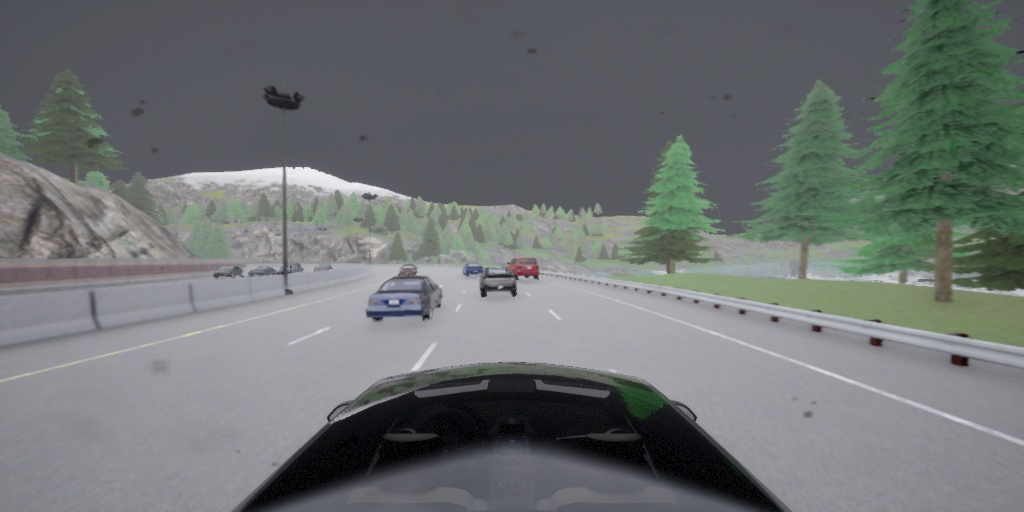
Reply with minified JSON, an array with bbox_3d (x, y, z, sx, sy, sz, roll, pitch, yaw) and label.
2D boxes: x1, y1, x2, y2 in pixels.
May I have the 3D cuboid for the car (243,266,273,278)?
[{"bbox_3d":[-31.523,1.967,45.478,2.033,1.411,5.357,-1,0,-17],"label":"car"}]

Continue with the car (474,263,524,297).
[{"bbox_3d":[-0.872,1.360,20.133,2.128,1.511,4.902,-1,0,-7],"label":"car"}]

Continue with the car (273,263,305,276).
[{"bbox_3d":[-27.845,1.722,45.270,2.097,1.767,4.553,-1,0,-17],"label":"car"}]

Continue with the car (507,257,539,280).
[{"bbox_3d":[0.892,1.142,33.100,2.150,2.045,5.566,0,0,-12],"label":"car"}]

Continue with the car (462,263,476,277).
[{"bbox_3d":[-4.546,1.515,41.001,1.882,1.535,5.008,0,0,-14],"label":"car"}]

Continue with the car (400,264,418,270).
[{"bbox_3d":[-11.372,1.644,39.448,1.812,1.442,4.674,0,0,-15],"label":"car"}]

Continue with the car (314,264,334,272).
[{"bbox_3d":[-24.902,1.848,47.598,1.837,1.490,4.892,-1,0,-18],"label":"car"}]

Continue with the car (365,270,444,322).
[{"bbox_3d":[-3.653,1.411,12.986,2.033,1.411,5.357,-1,0,-5],"label":"car"}]

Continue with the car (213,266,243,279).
[{"bbox_3d":[-34.826,1.960,44.189,1.837,1.490,4.892,-1,0,-18],"label":"car"}]
